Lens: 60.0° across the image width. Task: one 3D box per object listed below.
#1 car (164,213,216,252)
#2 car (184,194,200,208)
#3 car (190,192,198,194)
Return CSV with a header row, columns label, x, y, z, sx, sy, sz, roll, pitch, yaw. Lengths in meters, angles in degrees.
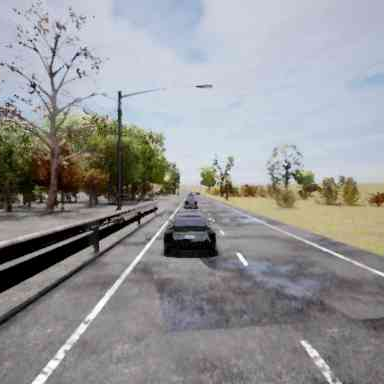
label,x,y,z,sx,sy,sz,roll,pitch,yaw
car,-0.077,1.564,13.805,1.994,1.385,4.181,0,0,0
car,-0.116,1.466,47.620,2.128,1.511,4.902,0,0,0
car,-0.154,1.286,80.601,2.097,1.767,4.553,0,0,0
